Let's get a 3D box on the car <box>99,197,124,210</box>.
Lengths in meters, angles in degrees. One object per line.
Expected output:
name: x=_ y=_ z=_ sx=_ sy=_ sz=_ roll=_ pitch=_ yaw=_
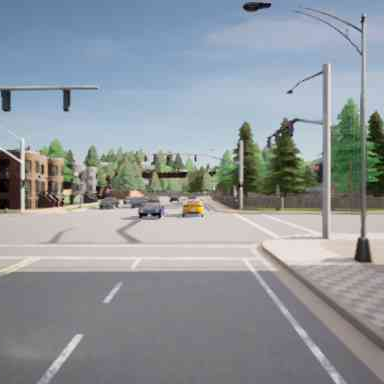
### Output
car: x=-10.585 y=1.452 z=42.920 sx=1.837 sy=1.490 sz=4.892 roll=0 pitch=0 yaw=0

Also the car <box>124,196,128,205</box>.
car: x=-10.553 y=1.424 z=57.121 sx=2.128 sy=1.511 sz=4.902 roll=0 pitch=0 yaw=0

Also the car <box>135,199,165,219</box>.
car: x=-3.410 y=1.566 z=29.014 sx=1.895 sy=1.301 sz=4.718 roll=0 pitch=0 yaw=0

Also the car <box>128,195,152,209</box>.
car: x=-7.074 y=1.450 z=45.634 sx=1.837 sy=1.490 sz=4.892 roll=0 pitch=0 yaw=0

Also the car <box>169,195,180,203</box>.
car: x=-3.517 y=1.415 z=67.626 sx=1.837 sy=1.490 sz=4.892 roll=0 pitch=0 yaw=0

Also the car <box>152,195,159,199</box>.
car: x=-7.025 y=1.280 z=59.886 sx=2.097 sy=1.767 sz=4.553 roll=0 pitch=0 yaw=0

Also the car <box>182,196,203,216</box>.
car: x=0.090 y=1.439 z=32.157 sx=1.882 sy=1.535 sz=5.008 roll=0 pitch=0 yaw=0
